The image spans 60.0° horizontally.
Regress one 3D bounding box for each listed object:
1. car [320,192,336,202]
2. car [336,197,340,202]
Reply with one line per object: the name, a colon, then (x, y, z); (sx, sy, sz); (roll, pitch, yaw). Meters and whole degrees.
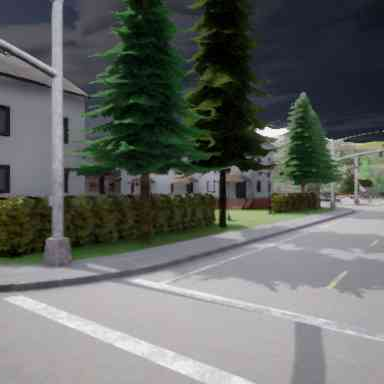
car: (26.217, 1.038, 66.716); (3.866, 1.878, 1.905); (0, 0, 35)
car: (28.614, 1.318, 69.100); (3.806, 1.475, 1.970); (0, 0, 35)
